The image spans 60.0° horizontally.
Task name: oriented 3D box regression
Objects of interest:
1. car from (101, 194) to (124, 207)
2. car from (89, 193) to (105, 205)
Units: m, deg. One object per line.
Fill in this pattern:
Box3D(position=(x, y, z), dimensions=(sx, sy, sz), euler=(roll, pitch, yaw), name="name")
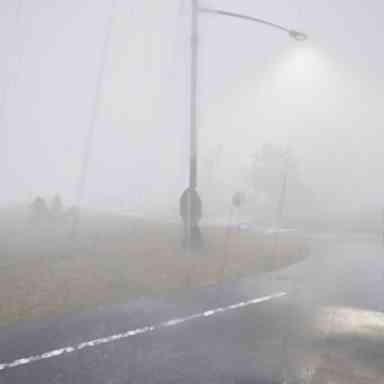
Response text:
Box3D(position=(-12.561, 1.571, 53.843), dimensions=(1.837, 1.490, 4.892), euler=(1, 0, -33), name="car")
Box3D(position=(-17.039, 1.275, 60.457), dimensions=(2.150, 2.045, 5.566), euler=(1, 0, -34), name="car")
